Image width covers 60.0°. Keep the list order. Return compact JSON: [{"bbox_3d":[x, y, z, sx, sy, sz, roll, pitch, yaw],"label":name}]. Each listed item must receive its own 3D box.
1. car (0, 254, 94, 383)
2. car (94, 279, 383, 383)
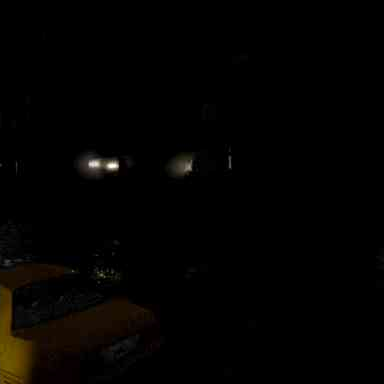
[{"bbox_3d":[-2.592,1.570,4.692,4.829,1.417,1.752,-1,0,35],"label":"car"},{"bbox_3d":[2.138,1.305,1.326,5.009,1.841,2.192,-1,0,35],"label":"car"}]
